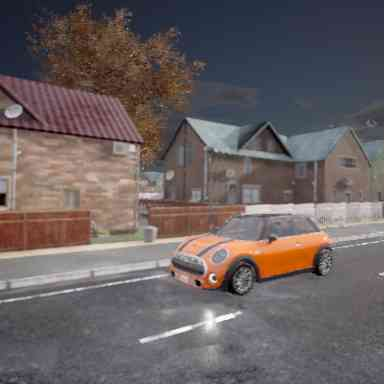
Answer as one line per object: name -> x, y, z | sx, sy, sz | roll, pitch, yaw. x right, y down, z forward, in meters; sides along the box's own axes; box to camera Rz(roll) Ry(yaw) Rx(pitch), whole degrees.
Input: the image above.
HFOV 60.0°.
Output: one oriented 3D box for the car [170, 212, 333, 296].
car -> 1.670, 1.378, 8.817 | 4.553, 1.767, 2.097 | 0, 0, -35
